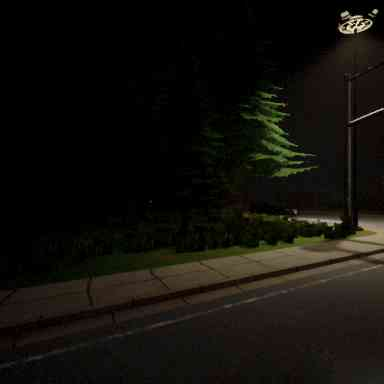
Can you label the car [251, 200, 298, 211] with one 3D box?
[{"bbox_3d":[7.499,1.518,30.548,2.128,1.511,4.902,0,0,-35],"label":"car"}]
